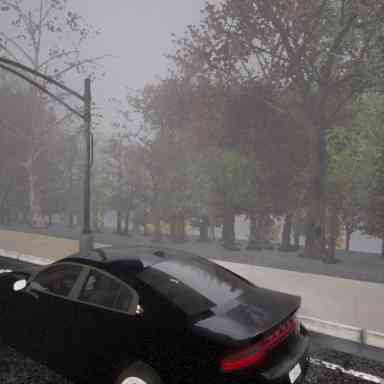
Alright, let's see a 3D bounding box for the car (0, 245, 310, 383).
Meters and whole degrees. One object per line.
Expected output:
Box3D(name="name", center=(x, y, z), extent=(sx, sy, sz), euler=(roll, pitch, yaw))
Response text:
Box3D(name="car", center=(-1.056, 1.477, 4.495), extent=(5.008, 1.535, 1.882), euler=(0, 0, 36))
